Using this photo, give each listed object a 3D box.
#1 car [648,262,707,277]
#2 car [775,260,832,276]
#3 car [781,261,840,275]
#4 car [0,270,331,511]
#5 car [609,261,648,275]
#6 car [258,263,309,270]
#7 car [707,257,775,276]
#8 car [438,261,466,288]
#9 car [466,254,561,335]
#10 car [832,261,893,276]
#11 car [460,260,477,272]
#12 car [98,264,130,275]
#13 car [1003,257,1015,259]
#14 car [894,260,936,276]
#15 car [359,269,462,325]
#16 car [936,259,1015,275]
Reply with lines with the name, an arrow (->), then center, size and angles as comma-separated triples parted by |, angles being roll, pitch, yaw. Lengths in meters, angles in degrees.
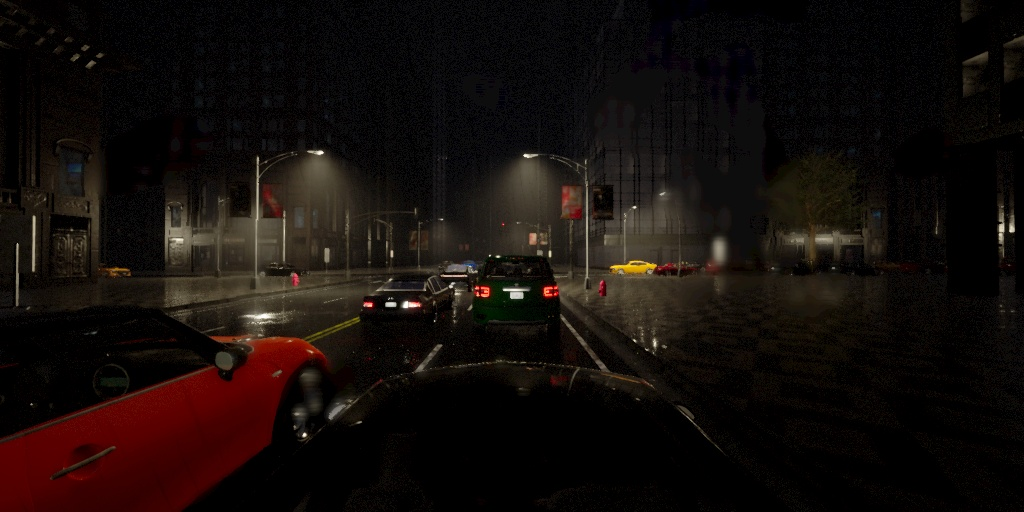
car -> 15.369, 1.327, 33.370 | 4.207, 1.307, 1.802 | 0, 0, -1
car -> 26.645, 1.276, 33.526 | 4.313, 1.339, 1.948 | 0, 0, -1
car -> 32.731, 1.265, 39.378 | 4.892, 1.490, 1.837 | 0, -1, -1
car -> -3.146, 1.102, 2.342 | 2.097, 1.767, 4.553 | 0, 0, 0
car -> 13.170, 1.299, 39.118 | 5.008, 1.535, 1.882 | -1, -1, -1
car -> -22.550, 1.428, 35.461 | 4.892, 1.490, 1.837 | 1, -1, 0
car -> 21.008, 1.041, 33.448 | 5.009, 1.841, 2.192 | 0, 0, -1
car -> -3.121, 1.280, 21.491 | 2.128, 1.511, 4.902 | 0, 0, 0
car -> 0.115, 0.979, 10.670 | 2.150, 2.045, 5.566 | 0, 0, 0
car -> 32.282, 1.260, 33.604 | 4.313, 1.339, 1.948 | 0, 0, -1
car -> -6.501, 1.458, 53.957 | 1.882, 1.535, 5.008 | 0, 0, 0
car -> -40.877, 1.488, 35.513 | 5.008, 1.535, 1.882 | 0, -1, 0
car -> 49.197, 0.973, 33.839 | 5.009, 1.841, 2.192 | 0, 0, -1
car -> 42.570, 1.179, 36.377 | 5.008, 1.535, 1.882 | 0, -1, 0
car -> -3.120, 1.307, 11.754 | 2.033, 1.411, 5.357 | 0, 0, 0
car -> 43.559, 1.214, 33.761 | 4.507, 1.381, 1.888 | 0, 0, -1
